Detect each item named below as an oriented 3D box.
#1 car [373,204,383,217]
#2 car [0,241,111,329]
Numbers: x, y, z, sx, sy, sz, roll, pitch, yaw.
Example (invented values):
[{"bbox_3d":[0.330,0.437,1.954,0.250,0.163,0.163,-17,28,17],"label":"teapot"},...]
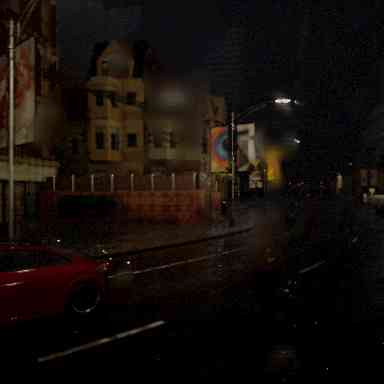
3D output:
[{"bbox_3d":[18.946,1.750,31.794,1.994,1.385,4.181,0,0,12],"label":"car"},{"bbox_3d":[-3.623,1.619,5.939,4.181,1.385,1.994,0,0,-39],"label":"car"}]
